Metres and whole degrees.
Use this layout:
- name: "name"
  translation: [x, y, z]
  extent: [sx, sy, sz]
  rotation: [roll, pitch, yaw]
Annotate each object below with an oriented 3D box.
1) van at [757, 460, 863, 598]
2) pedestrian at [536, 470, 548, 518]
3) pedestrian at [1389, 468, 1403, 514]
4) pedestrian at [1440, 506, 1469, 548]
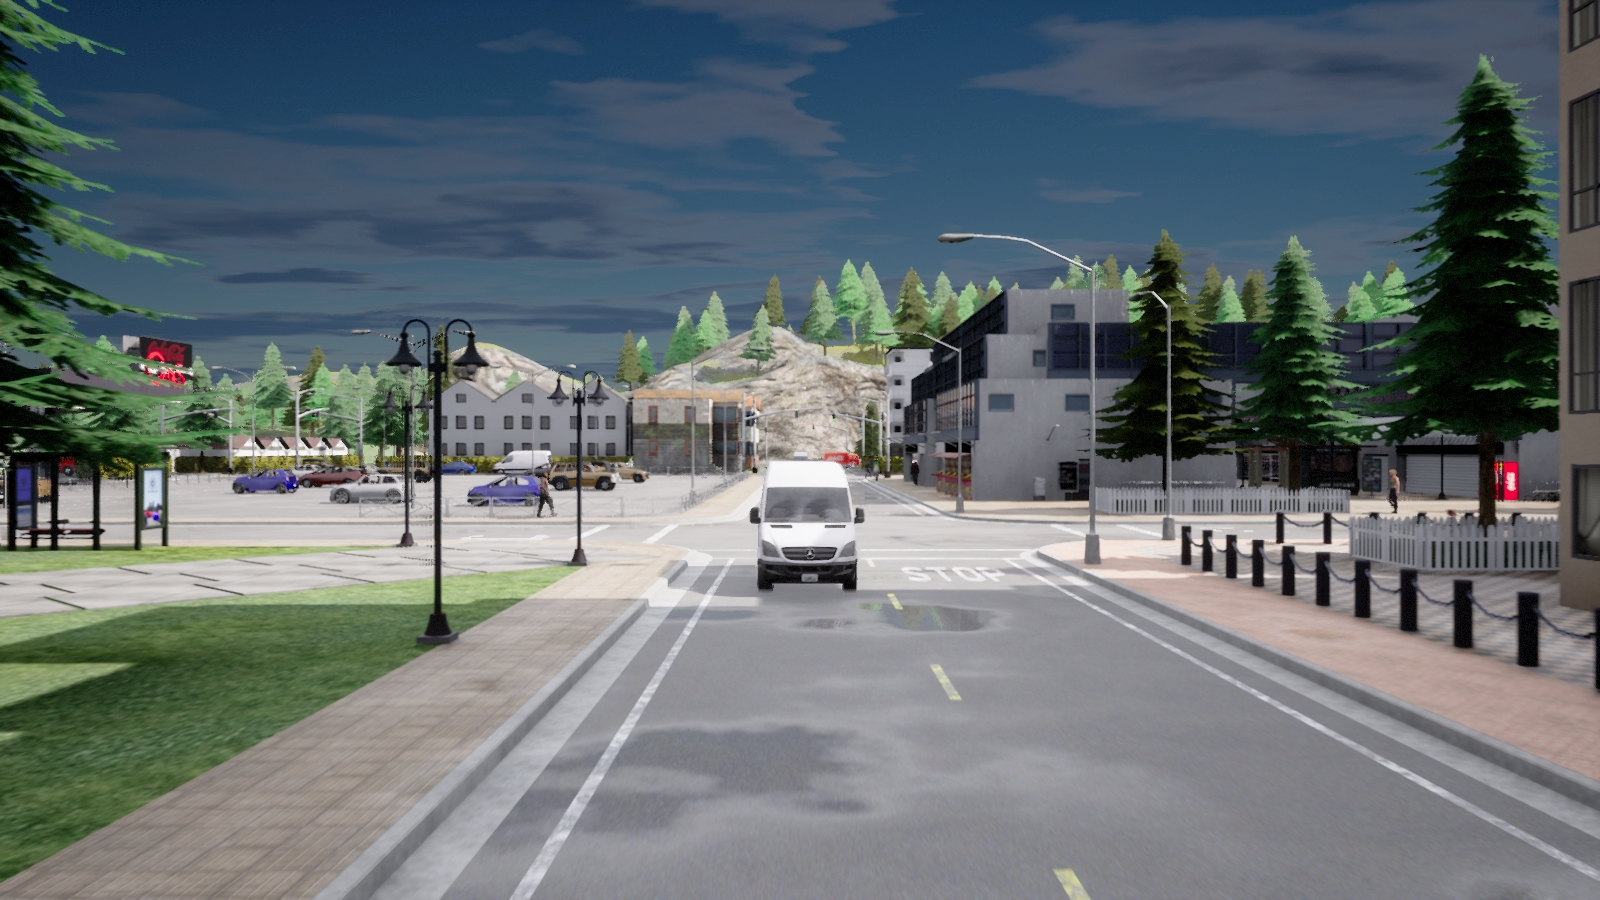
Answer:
- name: "van"
  translation: [0.116, 1.514, 24.497]
  extent: [1.988, 2.561, 5.915]
  rotation: [0, 0, -2]
- name: "pedestrian"
  translation: [-9.940, 1.690, 44.031]
  extent: [0.375, 1.860, 0.375]
  rotation: [0, 0, 0]
- name: "pedestrian"
  translation: [24.467, 1.683, 46.925]
  extent: [0.375, 1.860, 0.375]
  rotation: [0, 0, -2]
- name: "pedestrian"
  translation: [17.576, 2.069, 30.688]
  extent: [0.500, 1.100, 0.500]
  rotation: [0, 0, 3]
